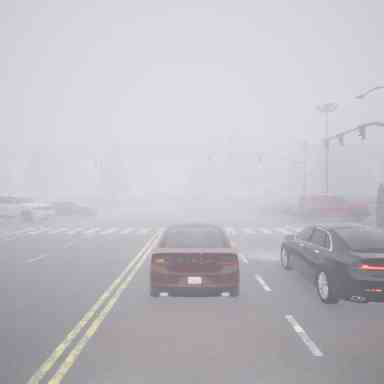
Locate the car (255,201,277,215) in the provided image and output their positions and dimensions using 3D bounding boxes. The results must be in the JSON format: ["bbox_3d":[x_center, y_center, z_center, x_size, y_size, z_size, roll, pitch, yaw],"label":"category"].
[{"bbox_3d":[9.043,1.547,32.941,5.357,1.411,2.033,0,0,0],"label":"car"}]

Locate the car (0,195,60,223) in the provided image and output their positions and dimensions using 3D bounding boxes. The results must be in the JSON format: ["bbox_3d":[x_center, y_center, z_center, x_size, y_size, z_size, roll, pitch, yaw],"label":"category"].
[{"bbox_3d":[-13.261,1.224,25.174,5.566,2.045,2.150,0,0,14],"label":"car"}]

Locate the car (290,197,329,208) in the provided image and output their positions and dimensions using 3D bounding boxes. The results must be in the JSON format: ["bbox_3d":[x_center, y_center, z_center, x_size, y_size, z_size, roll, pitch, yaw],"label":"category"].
[{"bbox_3d":[16.576,1.505,47.112,4.892,1.490,1.837,0,0,0],"label":"car"}]

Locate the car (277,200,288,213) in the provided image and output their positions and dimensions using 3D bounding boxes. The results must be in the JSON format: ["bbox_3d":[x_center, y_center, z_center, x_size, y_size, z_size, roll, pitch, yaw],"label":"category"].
[{"bbox_3d":[10.465,1.505,29.435,4.892,1.490,1.837,0,0,0],"label":"car"}]

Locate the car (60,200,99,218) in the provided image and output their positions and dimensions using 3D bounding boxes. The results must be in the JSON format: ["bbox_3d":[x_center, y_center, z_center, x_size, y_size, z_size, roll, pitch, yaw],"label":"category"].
[{"bbox_3d":[-10.683,1.525,29.517,4.674,1.442,1.812,0,0,0],"label":"car"}]

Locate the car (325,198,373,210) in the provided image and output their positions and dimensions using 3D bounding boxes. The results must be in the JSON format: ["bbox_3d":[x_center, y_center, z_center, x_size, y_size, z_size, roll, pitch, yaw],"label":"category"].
[{"bbox_3d":[20.495,1.547,43.598,5.357,1.411,2.033,0,0,0],"label":"car"}]

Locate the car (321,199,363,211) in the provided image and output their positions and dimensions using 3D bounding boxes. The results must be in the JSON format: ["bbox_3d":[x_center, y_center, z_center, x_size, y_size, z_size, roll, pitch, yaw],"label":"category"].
[{"bbox_3d":[17.979,1.564,40.108,4.181,1.385,1.994,0,0,0],"label":"car"}]

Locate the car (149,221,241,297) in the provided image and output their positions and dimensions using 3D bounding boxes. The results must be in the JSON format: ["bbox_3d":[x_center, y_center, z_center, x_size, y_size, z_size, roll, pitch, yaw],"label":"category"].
[{"bbox_3d":[0.058,1.478,8.614,1.882,1.535,5.008,0,0,0],"label":"car"}]

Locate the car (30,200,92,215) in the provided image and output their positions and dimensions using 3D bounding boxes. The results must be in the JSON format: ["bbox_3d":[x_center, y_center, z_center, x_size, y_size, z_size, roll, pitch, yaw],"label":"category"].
[{"bbox_3d":[-12.908,1.547,33.027,5.357,1.411,2.033,0,0,0],"label":"car"}]

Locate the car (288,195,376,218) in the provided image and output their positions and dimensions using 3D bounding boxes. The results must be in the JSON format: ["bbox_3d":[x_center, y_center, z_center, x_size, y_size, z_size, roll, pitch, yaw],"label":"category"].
[{"bbox_3d":[10.778,1.222,25.936,5.566,2.045,2.150,0,0,0],"label":"car"}]

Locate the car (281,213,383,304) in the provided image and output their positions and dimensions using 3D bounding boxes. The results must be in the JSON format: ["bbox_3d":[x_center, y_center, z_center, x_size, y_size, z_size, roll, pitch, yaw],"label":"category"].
[{"bbox_3d":[3.556,1.505,8.101,1.837,1.490,4.892,0,0,0],"label":"car"}]
